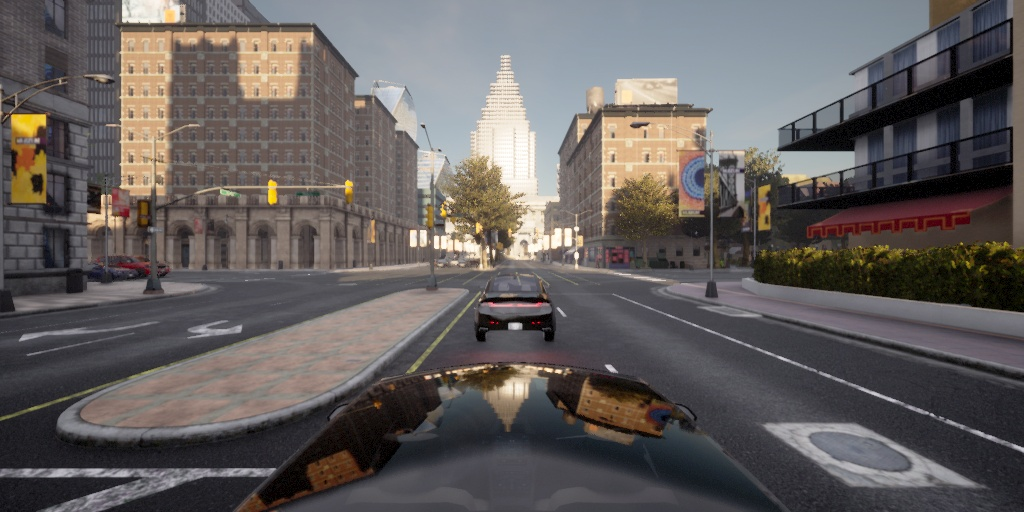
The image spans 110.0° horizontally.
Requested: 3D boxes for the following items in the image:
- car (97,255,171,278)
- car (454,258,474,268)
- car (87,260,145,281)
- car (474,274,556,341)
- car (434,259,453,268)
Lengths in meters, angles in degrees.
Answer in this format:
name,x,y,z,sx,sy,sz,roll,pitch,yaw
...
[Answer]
name,x,y,z,sx,sy,sz,roll,pitch,yaw
car,-34.698,0.964,32.742,5.566,2.045,2.150,0,0,-1
car,-8.042,1.264,59.958,1.812,1.442,4.674,0,0,0
car,-33.436,1.271,29.249,4.674,1.442,1.812,0,0,0
car,0.080,1.240,9.827,2.128,1.511,4.902,0,0,0
car,-11.542,1.264,59.947,1.812,1.442,4.674,0,0,0
